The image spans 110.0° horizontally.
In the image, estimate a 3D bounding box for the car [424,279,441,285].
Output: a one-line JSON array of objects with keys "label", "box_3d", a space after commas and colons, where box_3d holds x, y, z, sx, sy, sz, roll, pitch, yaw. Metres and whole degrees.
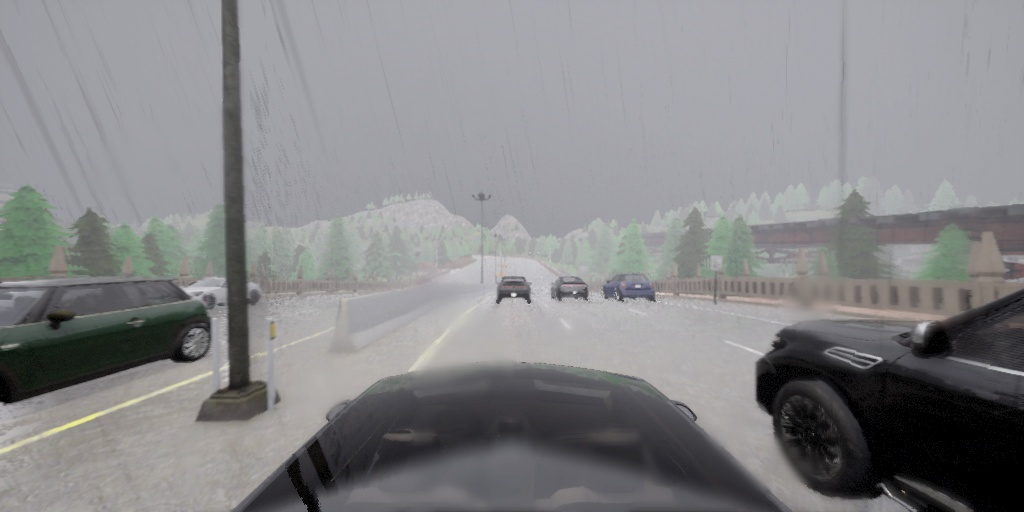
[{"label": "car", "box_3d": [-10.578, 4.372, 50.512, 1.994, 1.385, 4.181, 0, -5, 0]}]

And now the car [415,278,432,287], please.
[{"label": "car", "box_3d": [-14.042, 4.669, 58.512, 2.150, 2.045, 5.566, 0, -5, 1]}]

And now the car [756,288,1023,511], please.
[{"label": "car", "box_3d": [3.600, 0.960, 1.327, 2.150, 2.045, 5.566, 0, 0, 0]}]

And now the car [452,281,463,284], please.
[{"label": "car", "box_3d": [-7.085, 4.048, 46.944, 1.812, 1.442, 4.674, 0, -5, 0]}]

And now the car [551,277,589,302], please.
[{"label": "car", "box_3d": [3.596, 2.089, 22.961, 2.128, 1.511, 4.902, 0, -5, 0]}]

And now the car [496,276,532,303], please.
[{"label": "car", "box_3d": [0.096, 1.974, 21.388, 1.837, 1.490, 4.892, 0, -4, 0]}]

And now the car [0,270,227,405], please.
[{"label": "car", "box_3d": [-7.100, 1.130, 5.298, 2.097, 1.767, 4.553, 0, -1, 0]}]

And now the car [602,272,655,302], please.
[{"label": "car", "box_3d": [7.096, 1.899, 22.313, 2.097, 1.767, 4.553, 0, -4, 0]}]

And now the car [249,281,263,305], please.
[{"label": "car", "box_3d": [-14.102, 1.732, 17.178, 1.812, 1.442, 4.674, 0, -3, 0]}]
